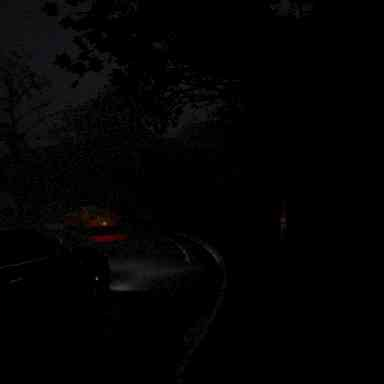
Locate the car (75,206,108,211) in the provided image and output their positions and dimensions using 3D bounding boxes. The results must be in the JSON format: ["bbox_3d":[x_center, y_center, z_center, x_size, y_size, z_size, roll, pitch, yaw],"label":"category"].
[{"bbox_3d":[-6.360,1.607,20.594,1.882,1.535,5.008,1,0,-36],"label":"car"}]

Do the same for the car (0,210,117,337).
[{"bbox_3d":[-3.403,1.392,5.871,2.097,1.767,4.553,0,0,19],"label":"car"}]
